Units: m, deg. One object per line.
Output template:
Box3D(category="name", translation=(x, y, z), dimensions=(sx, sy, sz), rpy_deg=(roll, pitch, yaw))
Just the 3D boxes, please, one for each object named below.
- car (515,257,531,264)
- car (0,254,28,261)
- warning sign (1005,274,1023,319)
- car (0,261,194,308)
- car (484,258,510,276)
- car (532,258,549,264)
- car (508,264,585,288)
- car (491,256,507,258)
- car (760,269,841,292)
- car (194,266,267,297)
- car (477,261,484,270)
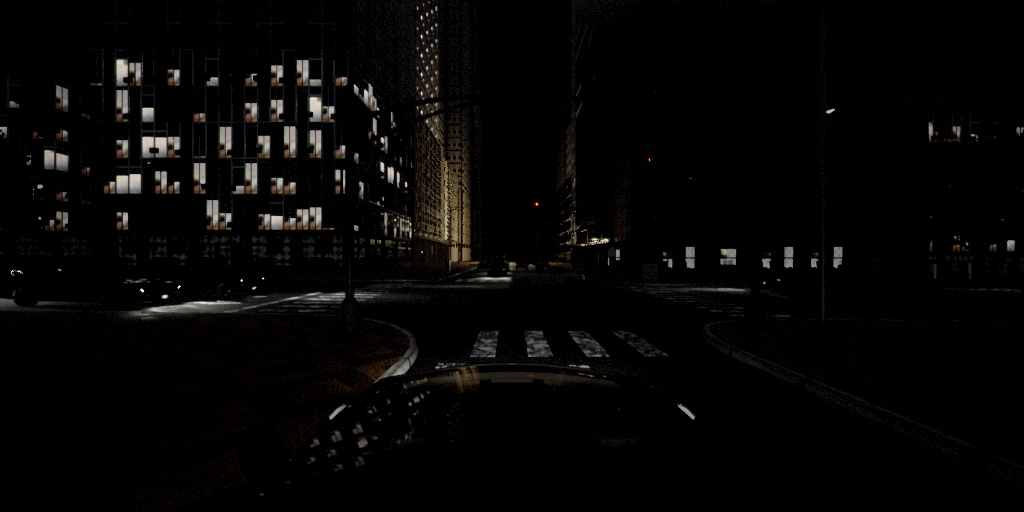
Box3D(category="car", translation=(1.402, 1.305, 56.472), dimensions=(2.033, 1.411, 5.357), rpy_deg=(0, 0, 0))
Box3D(category="car", translation=(-22.918, 0.707, 15.926), dimensions=(4.553, 1.767, 2.097), rpy_deg=(1, 0, -3))
Box3D(category="warning sign", translation=(17.281, 1.204, 11.756), dimensions=(1.060, 1.860, 1.300), rpy_deg=(0, 0, -3))
Box3D(category="car", translation=(-15.290, 1.042, 13.050), dimensions=(5.357, 1.411, 2.033), rpy_deg=(1, 0, 0))
Box3D(category="car", translation=(-1.475, 1.245, 37.041), dimensions=(1.882, 1.535, 5.008), rpy_deg=(0, 0, 1))
Box3D(category="car", translation=(3.956, 1.329, 45.567), dimensions=(1.948, 1.339, 4.313), rpy_deg=(0, 0, 0))
Box3D(category="car", translation=(2.285, 1.370, 23.789), dimensions=(4.718, 1.301, 1.895), rpy_deg=(0, 0, -3))
Box3D(category="car", translation=(-1.499, 0.984, 47.638), dimensions=(2.150, 2.045, 5.566), rpy_deg=(0, 0, 2))
Box3D(category="car", translation=(19.696, 1.619, 24.580), dimensions=(4.902, 1.511, 2.128), rpy_deg=(1, 0, -3))
Box3D(category="car", translation=(-14.011, 1.118, 16.330), dimensions=(4.718, 1.301, 1.895), rpy_deg=(1, 0, -3))
Box3D(category="car", translation=(-3.993, 1.343, 51.065), dimensions=(1.802, 1.307, 4.207), rpy_deg=(0, 0, 0))
